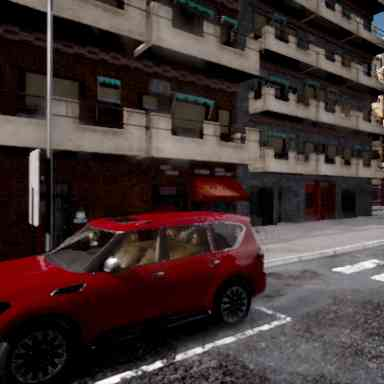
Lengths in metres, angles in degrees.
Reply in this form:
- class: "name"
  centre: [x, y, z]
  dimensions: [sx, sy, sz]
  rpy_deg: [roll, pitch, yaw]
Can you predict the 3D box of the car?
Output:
- class: "car"
  centre: [-0.942, 1.311, 5.420]
  dimensions: [5.009, 1.841, 2.192]
  rpy_deg: [0, 0, -36]
